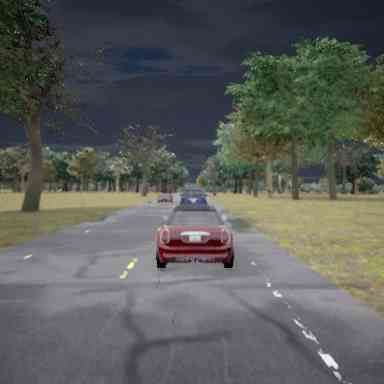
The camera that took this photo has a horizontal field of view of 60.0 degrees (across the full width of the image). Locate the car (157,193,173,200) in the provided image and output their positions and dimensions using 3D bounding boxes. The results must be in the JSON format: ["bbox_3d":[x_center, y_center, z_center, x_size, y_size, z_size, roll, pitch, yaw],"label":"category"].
[{"bbox_3d":[-3.509,0.840,44.398,1.994,1.385,4.181,0,1,0],"label":"car"}]

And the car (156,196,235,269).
[{"bbox_3d":[0.091,1.168,10.651,2.097,1.767,4.553,0,1,0],"label":"car"}]

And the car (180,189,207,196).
[{"bbox_3d":[0.137,0.738,28.400,2.150,2.045,5.566,0,1,0],"label":"car"}]
